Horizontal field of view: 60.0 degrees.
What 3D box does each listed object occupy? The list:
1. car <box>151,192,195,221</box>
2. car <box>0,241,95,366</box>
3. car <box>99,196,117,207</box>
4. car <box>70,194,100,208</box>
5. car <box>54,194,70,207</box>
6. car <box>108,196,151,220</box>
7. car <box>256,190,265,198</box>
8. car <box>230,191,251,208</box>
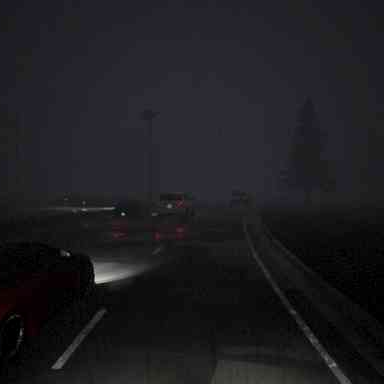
[{"bbox_3d":[-1.142,1.024,25.596,2.150,2.045,5.566,0,0,9],"label":"car"},{"bbox_3d":[-3.209,1.524,5.751,1.994,1.385,4.181,0,0,2],"label":"car"},{"bbox_3d":[-9.522,1.250,42.521,1.994,1.385,4.181,0,0,15],"label":"car"},{"bbox_3d":[-13.102,1.195,42.739,1.837,1.490,4.892,0,1,16],"label":"car"},{"bbox_3d":[-16.280,1.035,44.333,2.097,1.767,4.553,0,1,16],"label":"car"},{"bbox_3d":[-4.574,1.309,26.213,1.837,1.490,4.892,0,1,9],"label":"car"},{"bbox_3d":[17.433,0.536,84.723,2.150,2.045,5.566,0,0,14],"label":"car"},{"bbox_3d":[6.178,0.883,42.230,2.150,2.045,5.566,0,1,15],"label":"car"}]
